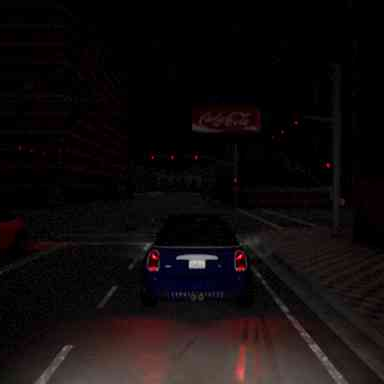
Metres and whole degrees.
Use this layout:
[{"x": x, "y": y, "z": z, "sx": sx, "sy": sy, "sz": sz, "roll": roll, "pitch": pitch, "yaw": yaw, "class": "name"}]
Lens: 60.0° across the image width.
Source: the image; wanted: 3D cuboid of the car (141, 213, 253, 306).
[{"x": 0.086, "y": 1.288, "z": 8.054, "sx": 2.097, "sy": 1.767, "sz": 4.553, "roll": 0, "pitch": 0, "yaw": 0, "class": "car"}]

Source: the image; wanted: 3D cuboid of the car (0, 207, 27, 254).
[{"x": -7.038, "y": 1.271, "z": 10.113, "sx": 2.097, "sy": 1.767, "sz": 4.553, "roll": 0, "pitch": 1, "yaw": 0, "class": "car"}]
